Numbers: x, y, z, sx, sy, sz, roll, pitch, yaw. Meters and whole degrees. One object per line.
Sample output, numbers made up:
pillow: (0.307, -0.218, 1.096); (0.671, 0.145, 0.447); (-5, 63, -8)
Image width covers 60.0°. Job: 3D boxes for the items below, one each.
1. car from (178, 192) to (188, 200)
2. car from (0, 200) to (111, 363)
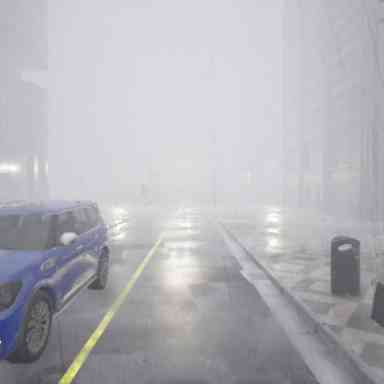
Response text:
car: (-3.006, 1.446, 95.353); (2.128, 1.511, 4.902); (0, 0, 0)
car: (-3.101, 1.215, 6.204); (2.150, 2.045, 5.566); (0, 1, 0)
